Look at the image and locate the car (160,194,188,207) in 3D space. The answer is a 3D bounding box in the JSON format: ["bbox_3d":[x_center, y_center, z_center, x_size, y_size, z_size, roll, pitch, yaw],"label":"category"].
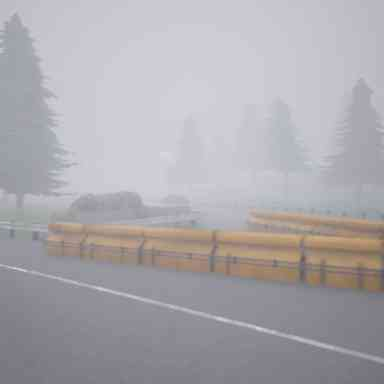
[{"bbox_3d":[-2.263,1.061,41.314,1.837,1.490,4.892,-1,1,-30],"label":"car"}]
